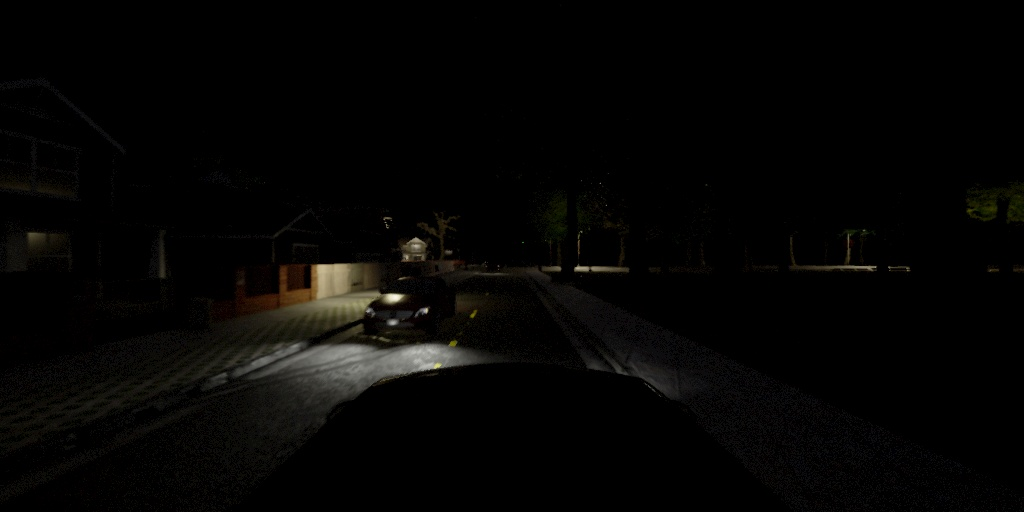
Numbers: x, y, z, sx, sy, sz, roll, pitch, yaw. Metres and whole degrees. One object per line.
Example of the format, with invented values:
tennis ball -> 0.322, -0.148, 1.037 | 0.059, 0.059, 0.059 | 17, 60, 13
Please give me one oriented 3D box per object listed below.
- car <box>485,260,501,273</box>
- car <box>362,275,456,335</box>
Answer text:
car -> -2.755, 1.444, 52.968 | 2.097, 1.767, 4.553 | 0, -1, 0
car -> -2.851, 1.343, 10.901 | 1.812, 1.442, 4.674 | 0, 0, 0
